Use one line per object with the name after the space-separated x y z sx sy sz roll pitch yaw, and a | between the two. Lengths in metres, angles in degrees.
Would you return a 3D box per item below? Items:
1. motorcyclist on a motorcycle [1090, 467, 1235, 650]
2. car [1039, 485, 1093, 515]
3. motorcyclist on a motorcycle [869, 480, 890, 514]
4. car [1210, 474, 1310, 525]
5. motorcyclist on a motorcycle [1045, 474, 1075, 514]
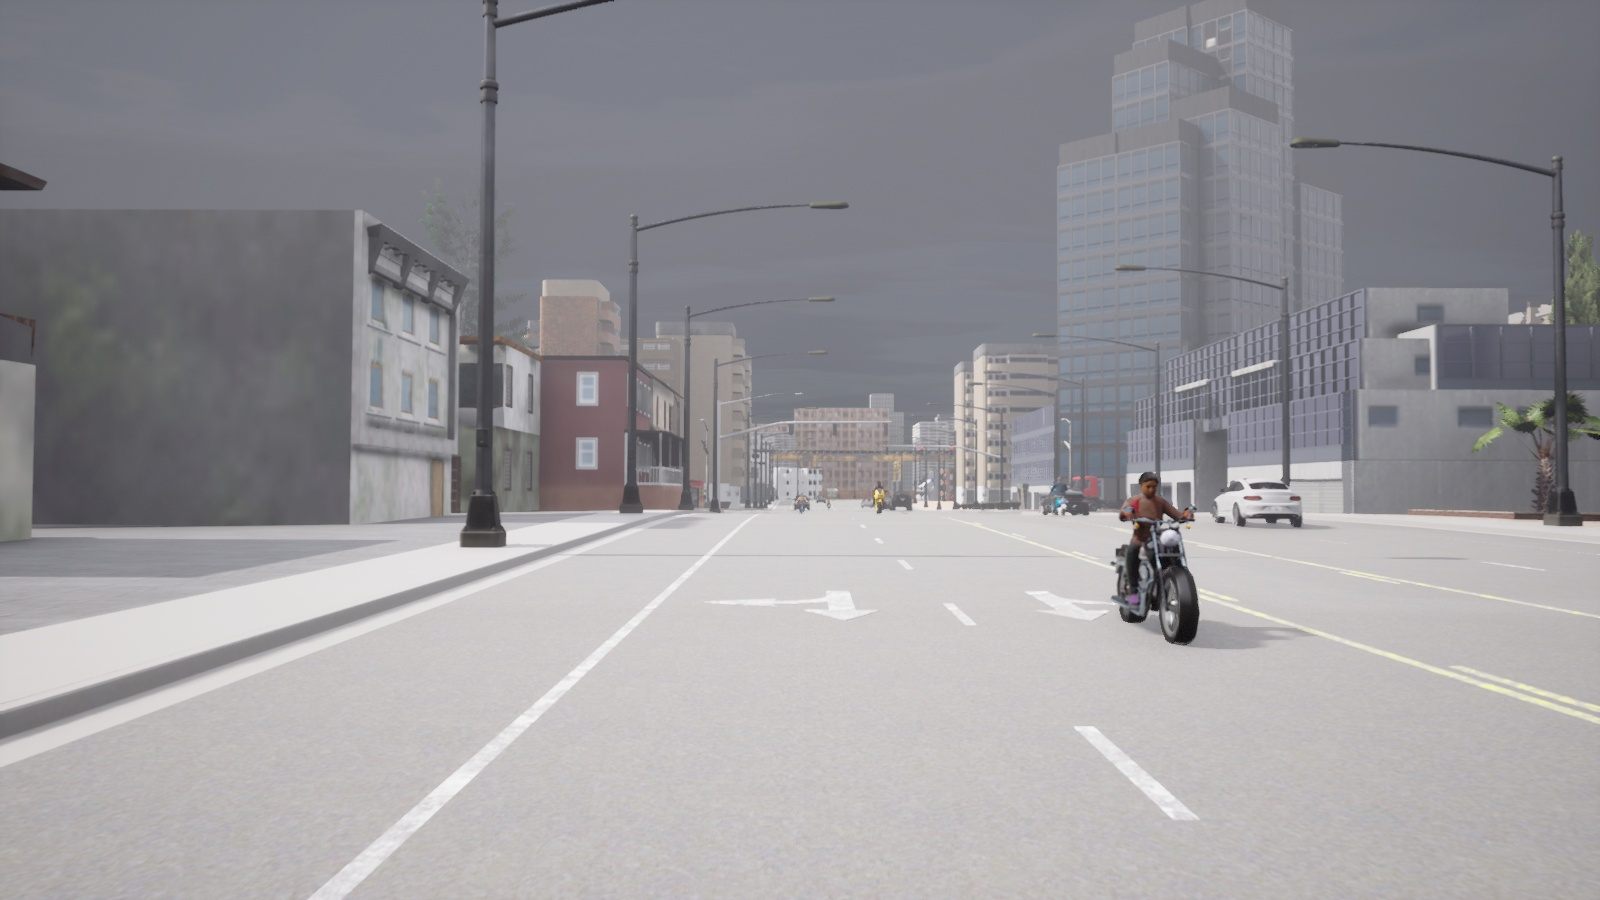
3.538 0.995 12.489 0.766 1.649 2.350 0 -1 0 | motorcyclist on a motorcycle
14.126 2.701 67.035 1.837 1.490 4.892 0 -4 0 | car
3.603 2.137 57.083 0.797 1.523 2.044 0 -3 0 | motorcyclist on a motorcycle
13.990 1.473 38.489 1.812 1.442 4.674 0 -1 6 | car
10.597 1.813 51.235 0.866 1.590 1.817 0 -2 0 | motorcyclist on a motorcycle
